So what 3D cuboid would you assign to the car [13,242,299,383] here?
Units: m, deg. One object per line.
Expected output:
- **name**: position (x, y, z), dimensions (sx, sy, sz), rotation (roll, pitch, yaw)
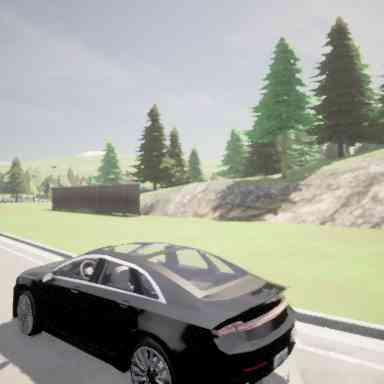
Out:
- **car**: position (-0.935, 1.528, 5.022), dimensions (4.902, 1.511, 2.128), rotation (-1, 0, 40)
